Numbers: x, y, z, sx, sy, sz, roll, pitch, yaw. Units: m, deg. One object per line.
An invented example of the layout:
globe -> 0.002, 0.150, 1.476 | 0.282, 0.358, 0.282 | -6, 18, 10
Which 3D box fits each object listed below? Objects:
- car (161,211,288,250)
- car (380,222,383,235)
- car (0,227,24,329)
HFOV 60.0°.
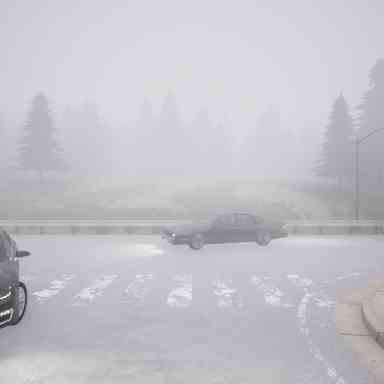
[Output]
car -> 1.457, 1.547, 14.231 | 5.357, 1.411, 2.033 | 0, 0, -20
car -> 11.236, 1.492, 15.111 | 4.902, 1.511, 2.128 | 0, 0, 0
car -> -4.458, 1.505, 6.589 | 1.837, 1.490, 4.892 | 0, 0, -28
